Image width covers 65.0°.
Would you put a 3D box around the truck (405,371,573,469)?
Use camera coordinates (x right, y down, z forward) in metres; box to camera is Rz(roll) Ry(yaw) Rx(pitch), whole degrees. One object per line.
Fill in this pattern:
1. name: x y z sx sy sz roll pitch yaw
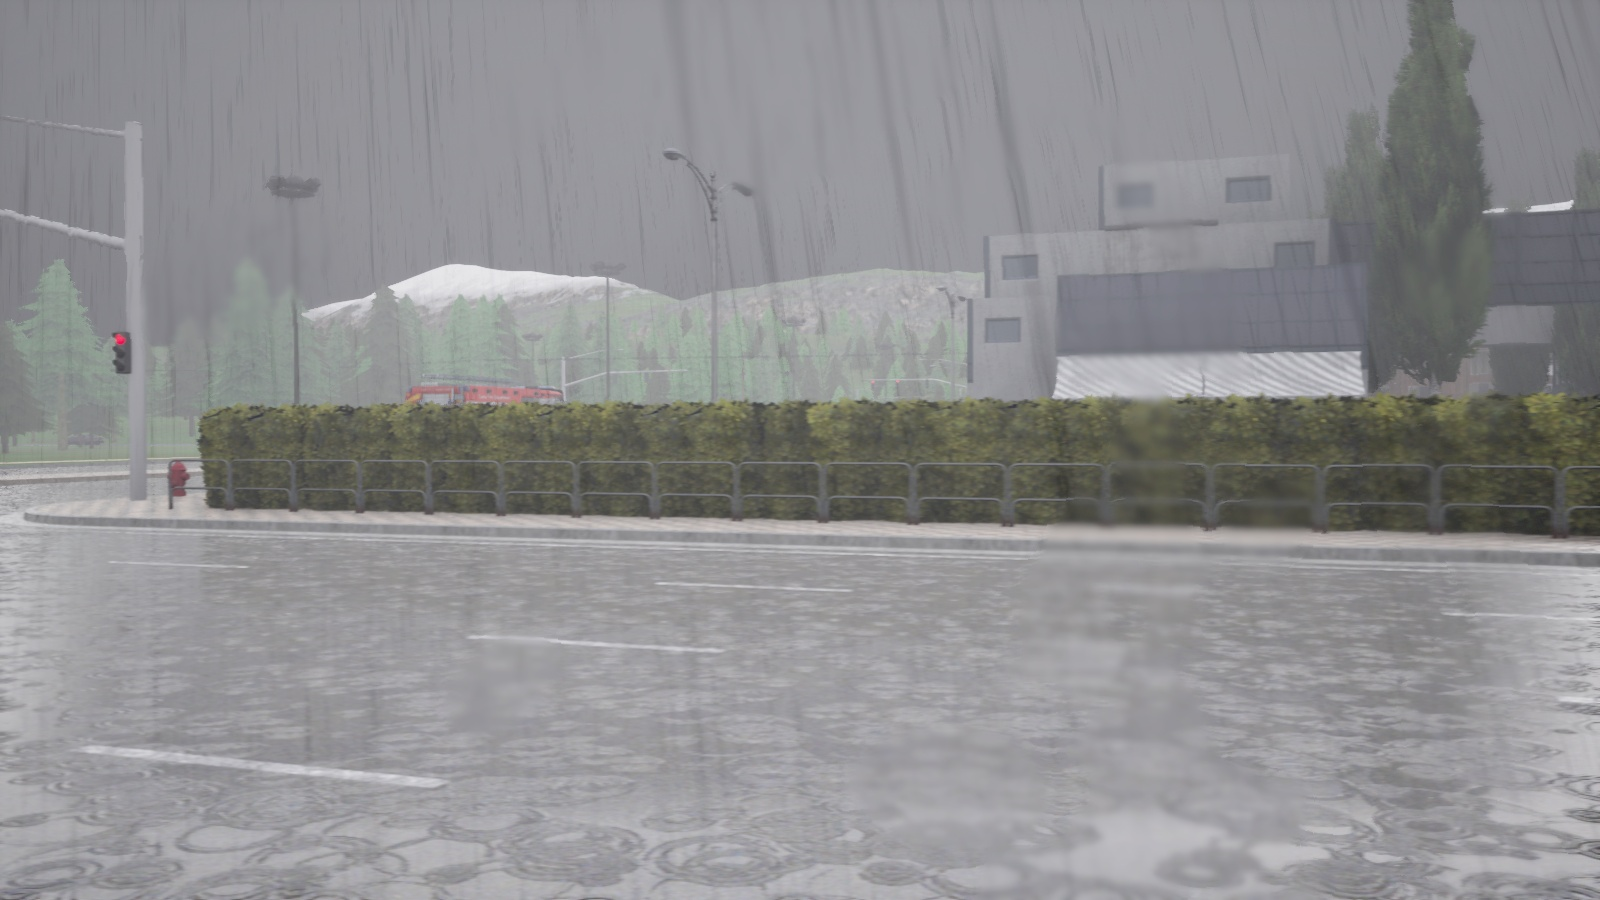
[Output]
1. truck: -12.938 -1.240 53.252 2.891 3.827 8.468 1 1 18
